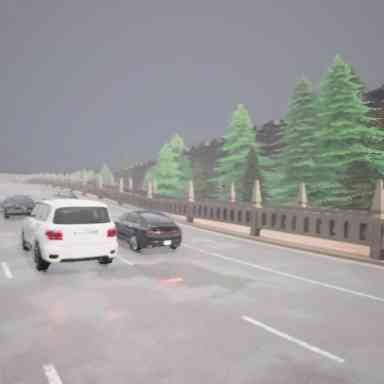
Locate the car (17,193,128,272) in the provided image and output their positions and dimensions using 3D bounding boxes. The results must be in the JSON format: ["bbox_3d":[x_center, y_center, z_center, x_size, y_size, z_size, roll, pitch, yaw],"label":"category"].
[{"bbox_3d":[-4.372,1.245,11.369,2.150,2.045,5.566,1,1,-33],"label":"car"}]

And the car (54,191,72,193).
[{"bbox_3d":[-10.424,0.696,26.840,2.128,1.511,4.902,1,3,-33],"label":"car"}]

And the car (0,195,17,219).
[{"bbox_3d":[-11.584,0.889,22.199,2.033,1.411,5.357,1,3,-33],"label":"car"}]

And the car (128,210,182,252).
[{"bbox_3d":[-2.237,1.560,14.496,1.837,1.490,4.892,1,1,-33],"label":"car"}]
